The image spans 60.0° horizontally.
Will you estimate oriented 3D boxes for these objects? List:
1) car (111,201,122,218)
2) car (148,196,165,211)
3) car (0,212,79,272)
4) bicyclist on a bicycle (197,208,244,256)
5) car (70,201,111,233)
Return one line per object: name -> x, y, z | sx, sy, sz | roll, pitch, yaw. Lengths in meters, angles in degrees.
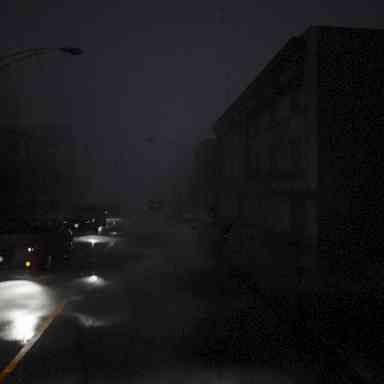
car -> -7.250, 1.499, 29.188 | 1.994, 1.385, 4.181 | 0, 0, -6
car -> -4.188, 1.473, 39.310 | 1.994, 1.385, 4.181 | 0, 0, -6
car -> -5.165, 1.541, 10.502 | 1.994, 1.385, 4.181 | 0, 0, -6
bicyclist on a bicycle -> 0.948, 1.349, 11.460 | 1.656, 1.620, 0.582 | -6, 1, -6
car -> -6.161, 1.462, 19.347 | 1.837, 1.490, 4.892 | 0, 0, -6
